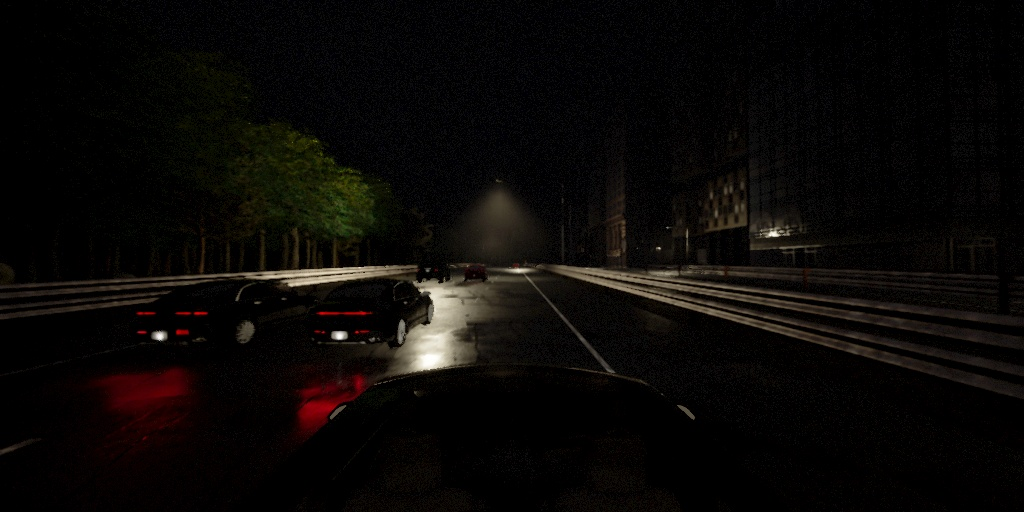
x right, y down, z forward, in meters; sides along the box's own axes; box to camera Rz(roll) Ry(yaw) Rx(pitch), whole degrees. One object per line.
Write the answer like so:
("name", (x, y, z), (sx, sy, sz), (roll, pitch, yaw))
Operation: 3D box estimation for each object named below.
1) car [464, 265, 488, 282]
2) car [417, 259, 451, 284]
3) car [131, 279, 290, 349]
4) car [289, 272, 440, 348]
("car", (-3.390, 1.614, 34.383), (1.882, 1.535, 5.008), (0, -1, 0))
("car", (-6.891, 1.328, 31.931), (2.150, 2.045, 5.566), (0, -1, 0))
("car", (-6.894, 1.343, 9.446), (1.837, 1.490, 4.892), (0, -1, 0))
("car", (-3.394, 1.343, 9.481), (1.837, 1.490, 4.892), (0, -1, 0))
